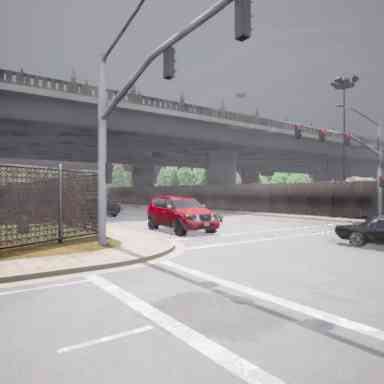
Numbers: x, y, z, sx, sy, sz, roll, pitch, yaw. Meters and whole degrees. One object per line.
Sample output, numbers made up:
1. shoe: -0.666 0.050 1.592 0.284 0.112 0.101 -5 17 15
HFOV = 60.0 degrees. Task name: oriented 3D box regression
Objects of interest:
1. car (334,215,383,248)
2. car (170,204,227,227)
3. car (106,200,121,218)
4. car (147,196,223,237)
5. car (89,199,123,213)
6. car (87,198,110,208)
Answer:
1. car: 8.206 1.620 12.937 1.895 1.301 4.718 0 0 -36
2. car: 0.352 1.612 23.937 1.994 1.385 4.181 0 0 -36
3. car: -8.338 1.651 30.080 1.895 1.301 4.718 0 0 -36
4. car: -0.696 1.270 19.066 2.150 2.045 5.566 0 0 -31
5. car: -10.063 1.596 38.524 2.033 1.411 5.357 0 0 -35
6. car: -14.441 1.648 51.010 1.895 1.301 4.718 0 0 -36
